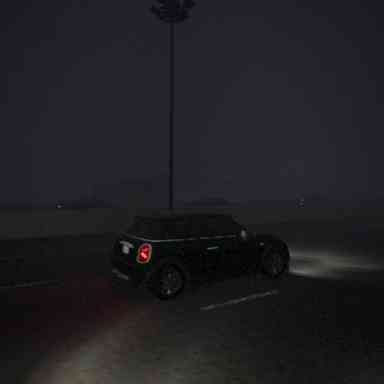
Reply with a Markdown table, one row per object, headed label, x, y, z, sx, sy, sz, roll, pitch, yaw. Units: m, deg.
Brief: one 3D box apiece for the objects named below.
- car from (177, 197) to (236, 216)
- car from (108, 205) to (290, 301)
| label | x | y | z | sx | sy | sz | roll | pitch | yaw |
| --- | --- | --- | --- | --- | --- | --- | --- | --- | --- |
| car | 1.305 | 1.195 | 29.620 | 4.902 | 1.511 | 2.128 | 0 | 1 | -30 |
| car | 0.342 | 1.264 | 8.330 | 4.553 | 1.767 | 2.097 | 0 | 1 | -34 |
